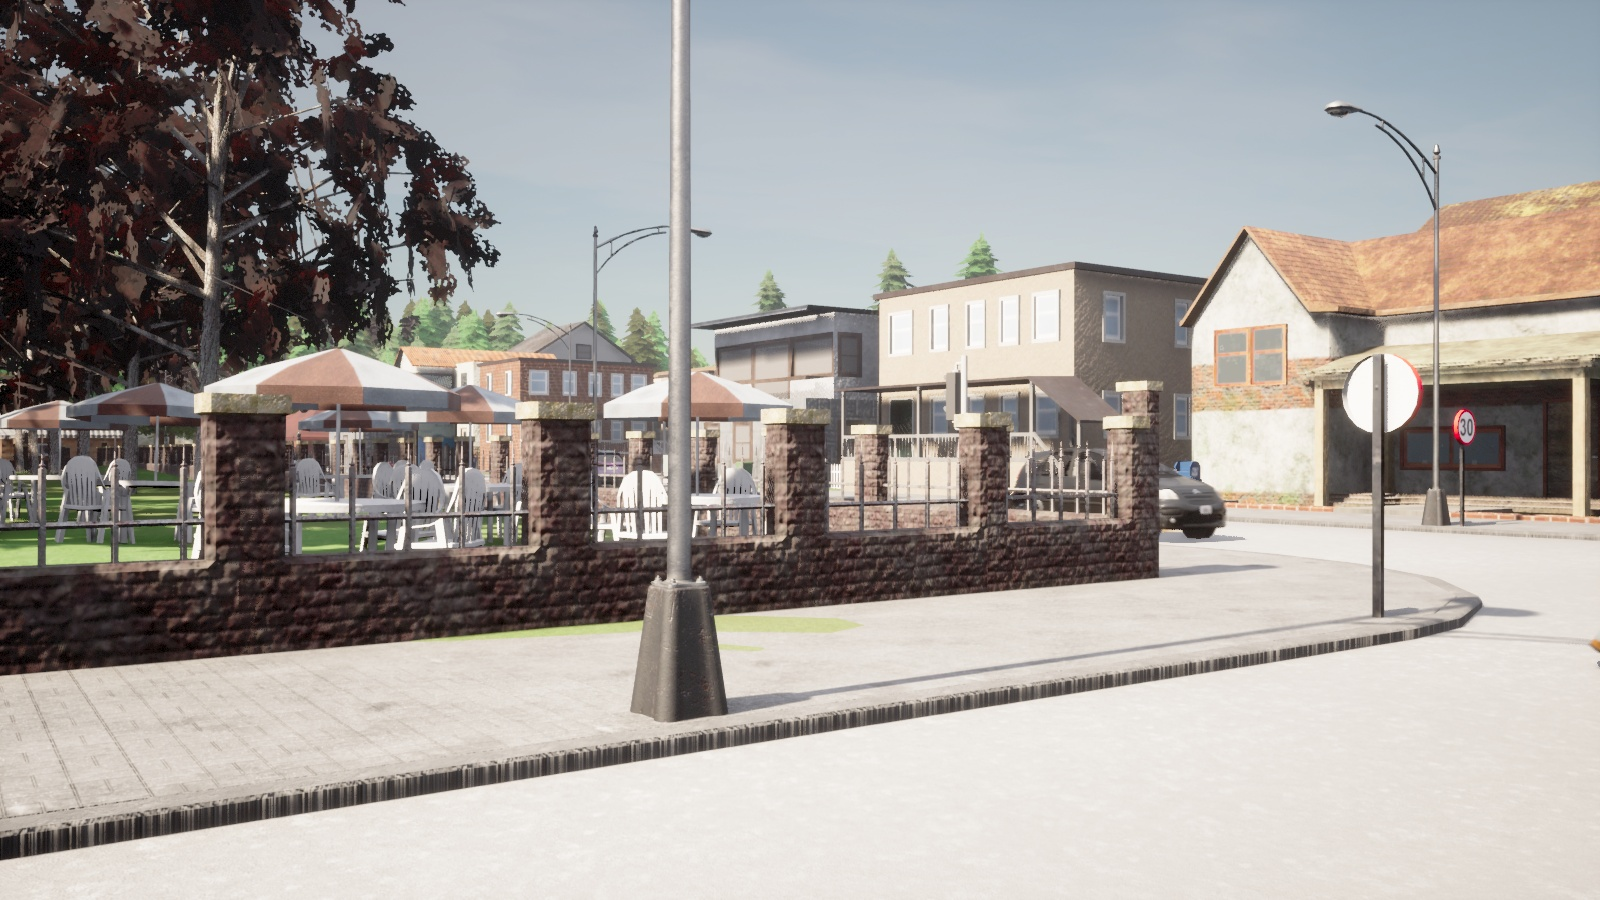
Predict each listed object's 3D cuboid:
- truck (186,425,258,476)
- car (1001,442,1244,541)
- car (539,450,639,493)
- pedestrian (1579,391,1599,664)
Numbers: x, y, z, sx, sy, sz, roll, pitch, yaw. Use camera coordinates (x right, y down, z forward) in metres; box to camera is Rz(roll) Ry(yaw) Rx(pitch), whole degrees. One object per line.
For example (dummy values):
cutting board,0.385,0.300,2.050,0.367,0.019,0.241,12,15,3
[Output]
truck,-41.321,0.070,89.628,2.891,3.462,7.936,0,0,-38
car,5.700,0.686,22.600,1.851,1.617,3.988,0,0,-35
car,-8.432,0.814,49.772,2.033,1.649,4.856,0,0,-35
pedestrian,5.631,0.520,8.450,0.594,1.836,0.345,0,0,44
